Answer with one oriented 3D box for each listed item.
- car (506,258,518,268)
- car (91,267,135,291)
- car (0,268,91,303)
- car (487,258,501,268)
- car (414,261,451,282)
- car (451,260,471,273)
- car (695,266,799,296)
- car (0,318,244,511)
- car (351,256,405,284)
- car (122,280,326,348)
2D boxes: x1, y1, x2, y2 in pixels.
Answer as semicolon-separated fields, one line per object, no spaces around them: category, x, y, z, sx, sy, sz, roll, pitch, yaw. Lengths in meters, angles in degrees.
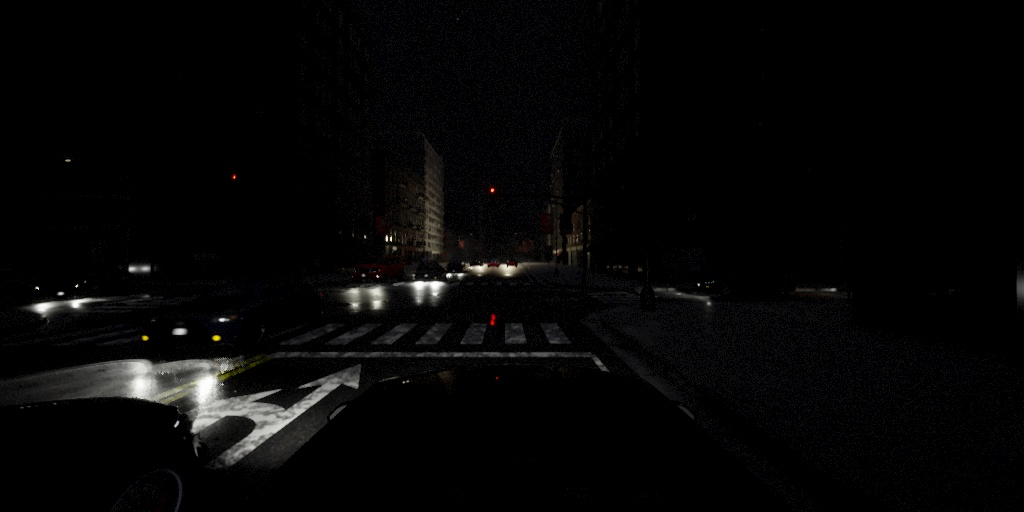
car;0.008;1.289;62.161;1.837;1.490;4.892;0;0;0
car;-25.372;1.344;21.598;4.313;1.339;1.948;0;0;0
car;-22.895;1.301;16.100;5.357;1.411;2.033;0;0;0
car;-3.242;1.385;62.608;1.895;1.301;4.718;0;0;0
car;-6.598;1.332;29.514;1.994;1.385;4.181;0;0;0
car;-6.595;1.323;43.162;2.033;1.411;5.357;0;0;0
car;12.459;1.307;19.202;4.892;1.490;1.837;0;0;2
car;-3.245;1.275;0.749;1.812;1.442;4.674;0;0;0
car;-10.055;0.990;27.501;2.150;2.045;5.566;0;0;4
car;-6.597;1.317;9.114;1.994;1.385;4.181;0;0;0
